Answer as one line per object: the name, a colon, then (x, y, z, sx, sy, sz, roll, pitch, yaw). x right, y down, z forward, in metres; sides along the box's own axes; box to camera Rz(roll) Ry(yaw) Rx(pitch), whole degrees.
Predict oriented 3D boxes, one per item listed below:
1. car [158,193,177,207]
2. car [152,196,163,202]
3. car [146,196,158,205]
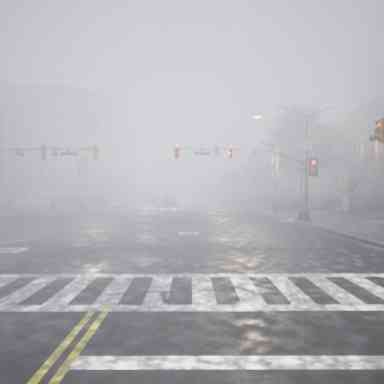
car: (-3.522, 1.236, 50.799, 2.150, 2.045, 5.566, 0, 0, 0)
car: (-7.879, 1.552, 75.422, 1.994, 1.385, 4.181, 0, 0, -10)
car: (-7.111, 1.547, 60.214, 2.033, 1.411, 5.357, 0, 0, 0)
